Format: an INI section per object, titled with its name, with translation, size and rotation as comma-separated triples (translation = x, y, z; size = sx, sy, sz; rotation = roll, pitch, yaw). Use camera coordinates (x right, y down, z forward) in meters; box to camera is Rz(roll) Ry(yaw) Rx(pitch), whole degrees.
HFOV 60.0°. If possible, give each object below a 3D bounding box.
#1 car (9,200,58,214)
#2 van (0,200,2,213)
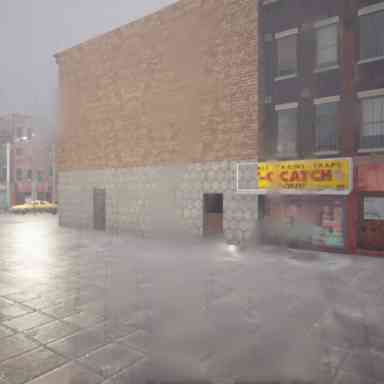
[car]
translation = -16.588, 1.517, 35.003
size = 1.752, 1.417, 4.829
rotation = 0, 0, 36
[van]
translation = -19.760, 1.337, 30.580
size = 1.690, 1.788, 3.998
rotation = 0, 0, 36
